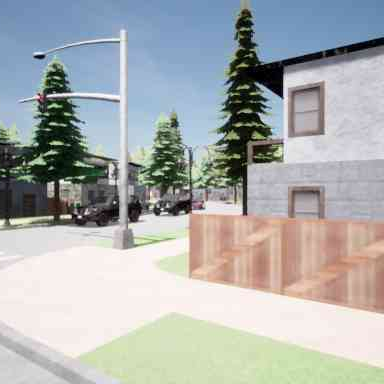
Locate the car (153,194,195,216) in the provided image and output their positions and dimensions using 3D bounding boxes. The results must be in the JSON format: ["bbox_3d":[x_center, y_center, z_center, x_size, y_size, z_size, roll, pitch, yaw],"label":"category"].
[{"bbox_3d":[-1.830,1.201,32.509,2.150,2.045,5.566,0,0,18],"label":"car"}]

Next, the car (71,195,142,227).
[{"bbox_3d":[-5.715,1.201,23.130,2.150,2.045,5.566,0,0,27],"label":"car"}]

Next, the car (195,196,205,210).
[{"bbox_3d":[0.419,1.332,42.111,2.097,1.767,4.553,0,0,9],"label":"car"}]
